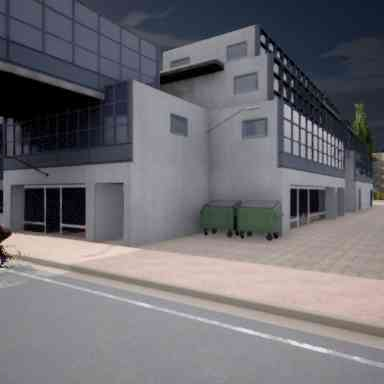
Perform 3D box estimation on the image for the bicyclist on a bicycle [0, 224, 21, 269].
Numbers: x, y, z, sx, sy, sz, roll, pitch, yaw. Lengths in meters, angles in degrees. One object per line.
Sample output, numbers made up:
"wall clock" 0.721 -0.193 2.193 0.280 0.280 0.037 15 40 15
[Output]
"bicyclist on a bicycle" -5.582 1.421 9.252 0.582 1.620 1.656 0 0 34
